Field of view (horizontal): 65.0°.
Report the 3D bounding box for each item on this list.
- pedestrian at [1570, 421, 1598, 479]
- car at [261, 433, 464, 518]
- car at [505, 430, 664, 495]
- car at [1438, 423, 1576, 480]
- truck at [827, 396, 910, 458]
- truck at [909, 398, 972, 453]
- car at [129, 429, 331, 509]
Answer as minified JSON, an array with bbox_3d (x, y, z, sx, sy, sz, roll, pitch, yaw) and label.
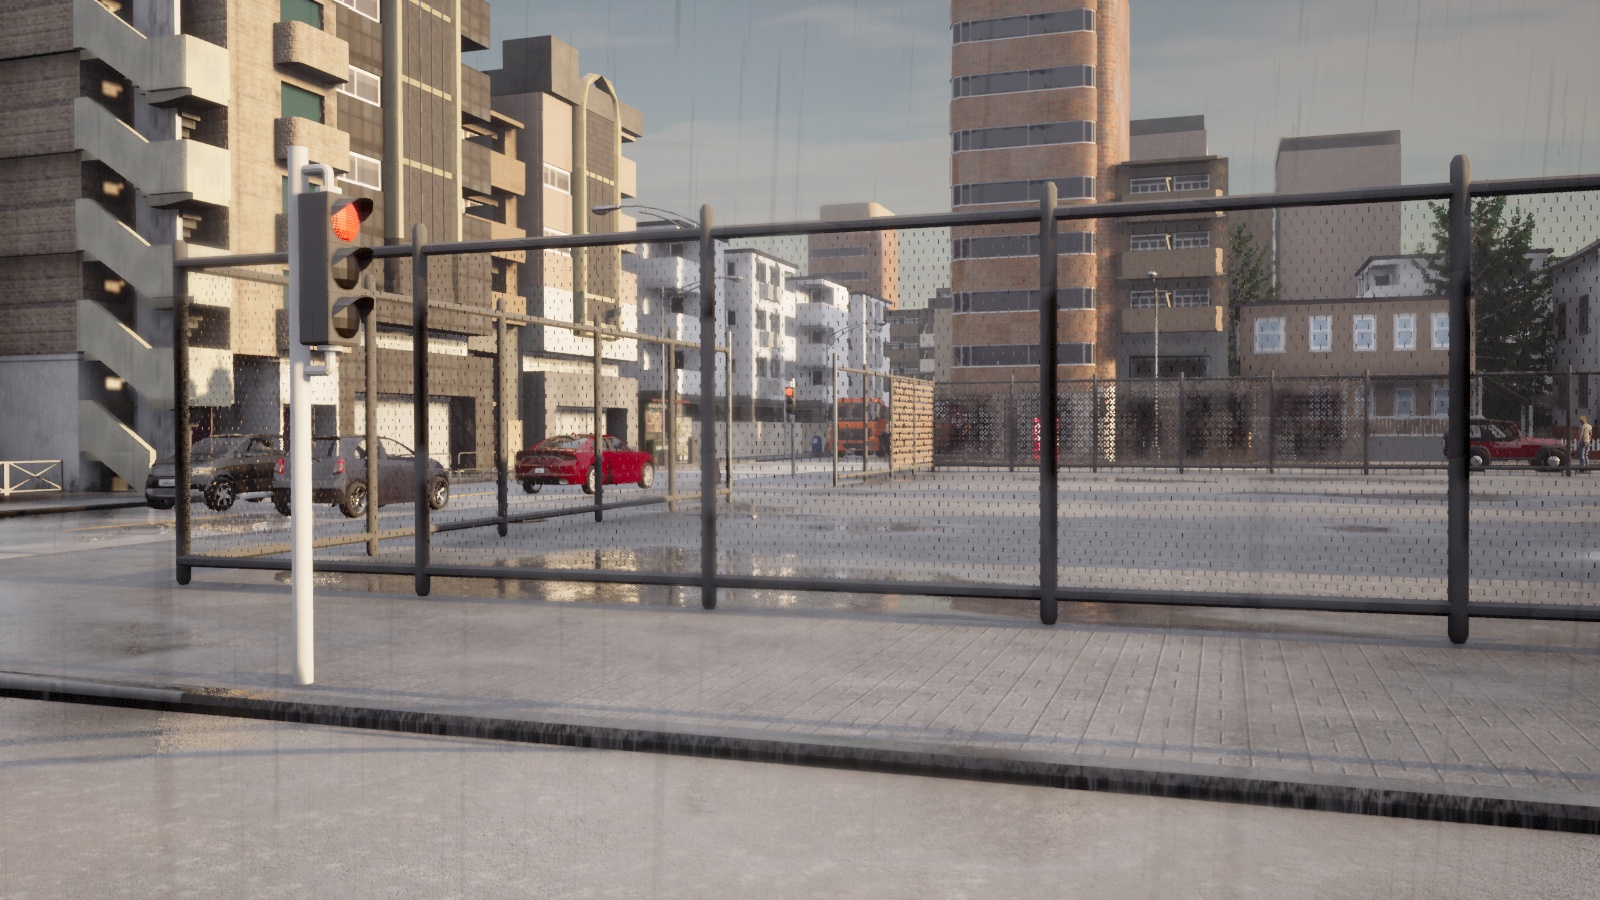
[{"bbox_3d":[25.093,-0.020,40.186,0.354,1.836,0.706,0,1,-14],"label":"pedestrian"},{"bbox_3d":[-8.307,0.422,24.160,1.845,1.501,3.633,1,1,19],"label":"car"},{"bbox_3d":[-5.473,0.262,32.603,1.882,1.535,5.008,1,1,19],"label":"car"},{"bbox_3d":[24.331,0.020,43.354,3.866,1.878,1.905,1,1,19],"label":"car"},{"bbox_3d":[4.139,-1.318,73.732,2.891,3.462,7.936,1,1,18],"label":"truck"},{"bbox_3d":[10.383,-1.776,92.243,2.891,3.827,8.468,1,1,18],"label":"truck"},{"bbox_3d":[-11.812,0.342,26.278,1.789,1.549,3.705,1,1,18],"label":"car"}]
